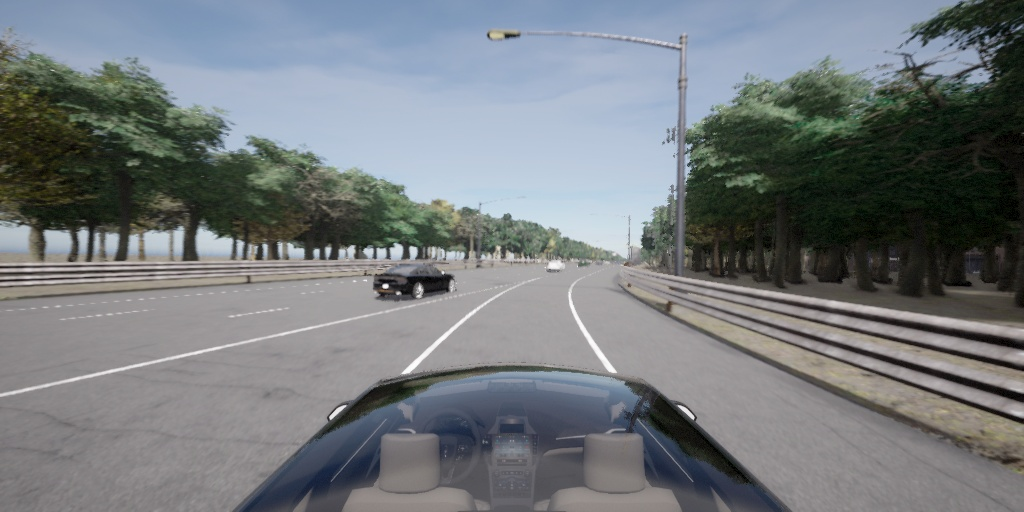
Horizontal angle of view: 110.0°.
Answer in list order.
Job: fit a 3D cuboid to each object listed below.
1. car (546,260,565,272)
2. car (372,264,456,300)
[{"bbox_3d":[6.017,1.325,48.633,1.812,1.442,4.674,1,0,18],"label":"car"},{"bbox_3d":[-4.463,1.115,17.184,1.882,1.535,5.008,1,0,18],"label":"car"}]
